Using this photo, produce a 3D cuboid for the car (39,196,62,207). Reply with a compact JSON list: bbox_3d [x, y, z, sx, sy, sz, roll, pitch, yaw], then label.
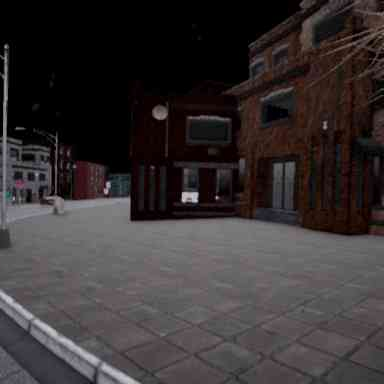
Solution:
[{"bbox_3d":[-20.687,1.318,49.074,1.882,1.535,5.008,1,0,0],"label":"car"}]
